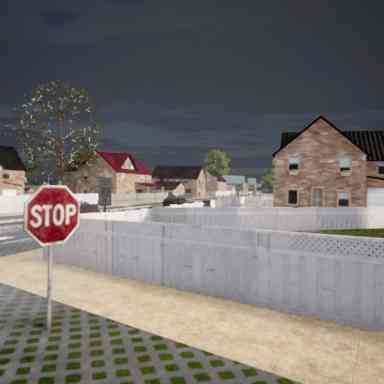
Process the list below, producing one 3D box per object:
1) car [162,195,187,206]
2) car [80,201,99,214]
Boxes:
[{"bbox_3d":[-2.273,1.193,45.752,2.033,1.411,5.357,2,1,19],"label":"car"},{"bbox_3d":[-9.196,1.350,25.123,2.033,1.411,5.357,2,1,18],"label":"car"}]
